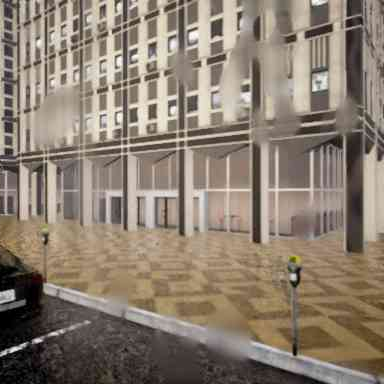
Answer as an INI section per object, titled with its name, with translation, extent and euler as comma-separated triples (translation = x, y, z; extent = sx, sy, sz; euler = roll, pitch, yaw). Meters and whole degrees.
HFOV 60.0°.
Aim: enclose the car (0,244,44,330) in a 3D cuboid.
[car]
translation = -4.419, 1.558, 6.025
extent = 4.313, 1.339, 1.947
euler = 0, 0, 35
